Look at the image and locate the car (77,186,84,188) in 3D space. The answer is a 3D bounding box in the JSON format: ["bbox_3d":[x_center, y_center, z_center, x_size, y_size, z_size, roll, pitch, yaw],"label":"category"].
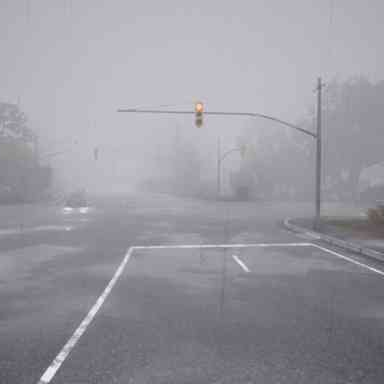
[{"bbox_3d":[-19.558,-0.047,58.747,2.033,1.411,5.357,-1,2,-19],"label":"car"}]

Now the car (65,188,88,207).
[{"bbox_3d":[-11.655,0.755,33.794,1.837,1.490,4.892,0,3,-15],"label":"car"}]

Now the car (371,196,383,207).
[{"bbox_3d":[22.033,0.922,36.355,4.553,1.767,2.097,2,1,-16],"label":"car"}]

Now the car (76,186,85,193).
[{"bbox_3d":[-26.756,-0.653,79.777,1.837,1.490,4.892,-1,2,-19],"label":"car"}]
